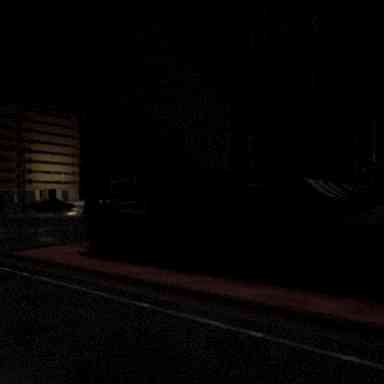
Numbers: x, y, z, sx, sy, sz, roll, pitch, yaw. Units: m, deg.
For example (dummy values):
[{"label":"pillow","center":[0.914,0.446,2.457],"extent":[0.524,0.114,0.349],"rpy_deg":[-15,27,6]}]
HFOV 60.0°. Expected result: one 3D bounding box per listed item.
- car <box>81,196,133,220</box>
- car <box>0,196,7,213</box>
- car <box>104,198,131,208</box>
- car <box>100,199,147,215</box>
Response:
[{"label":"car","center":[-7.107,1.307,27.151],"extent":[1.905,1.878,3.866],"rpy_deg":[0,0,34]},{"label":"car","center":[-23.390,1.444,38.102],"extent":[1.905,1.878,3.866],"rpy_deg":[0,0,34]},{"label":"car","center":[-11.372,1.668,51.063],"extent":[1.970,1.475,3.806],"rpy_deg":[0,0,34]},{"label":"car","center":[-4.712,1.526,25.521],"extent":[1.970,1.475,3.806],"rpy_deg":[0,0,34]}]
